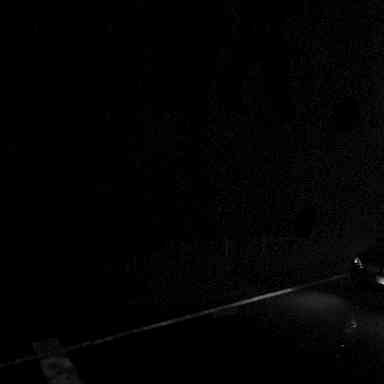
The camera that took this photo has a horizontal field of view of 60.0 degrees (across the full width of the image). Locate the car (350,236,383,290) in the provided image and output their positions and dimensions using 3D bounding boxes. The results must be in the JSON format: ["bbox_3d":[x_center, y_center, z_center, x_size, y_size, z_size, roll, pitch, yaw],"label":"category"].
[{"bbox_3d":[5.732,1.519,8.062,4.674,1.442,1.812,0,0,-36],"label":"car"}]
